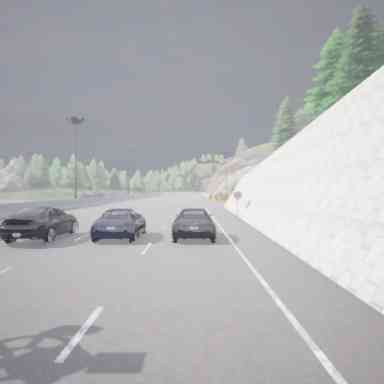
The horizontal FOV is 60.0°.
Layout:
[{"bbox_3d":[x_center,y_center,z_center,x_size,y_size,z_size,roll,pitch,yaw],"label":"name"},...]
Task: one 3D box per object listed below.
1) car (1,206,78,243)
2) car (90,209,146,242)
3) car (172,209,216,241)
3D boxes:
[{"bbox_3d":[-6.914,1.436,15.561,1.837,1.490,4.892,0,0,0],"label":"car"},{"bbox_3d":[-3.414,1.492,16.033,1.994,1.385,4.181,0,0,0],"label":"car"},{"bbox_3d":[0.086,1.492,16.095,1.994,1.385,4.181,0,0,0],"label":"car"}]
